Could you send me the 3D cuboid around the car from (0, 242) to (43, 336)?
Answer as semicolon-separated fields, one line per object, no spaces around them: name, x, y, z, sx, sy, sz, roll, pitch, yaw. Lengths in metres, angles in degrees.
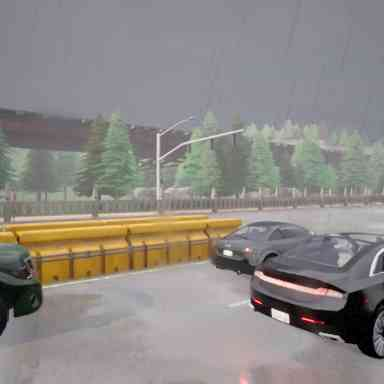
car;-5.067;1.221;4.438;5.566;2.045;2.150;0;0;-35

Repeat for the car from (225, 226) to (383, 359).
car;3.181;1.491;5.999;4.902;1.511;2.128;0;0;-36

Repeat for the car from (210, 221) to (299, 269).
car;2.572;1.564;9.860;4.181;1.385;1.994;0;0;-36
